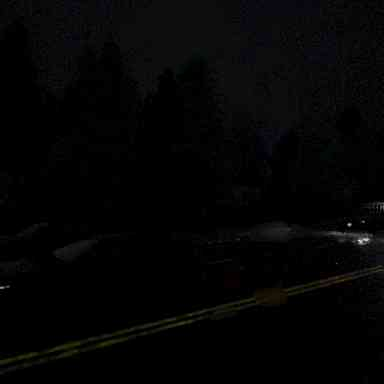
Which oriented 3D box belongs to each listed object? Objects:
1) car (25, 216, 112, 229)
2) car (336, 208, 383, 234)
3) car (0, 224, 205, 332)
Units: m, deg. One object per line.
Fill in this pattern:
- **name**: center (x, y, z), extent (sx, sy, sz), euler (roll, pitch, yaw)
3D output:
- **car**: center (-3.903, 1.494, 9.806), extent (5.008, 1.535, 1.882), euler (0, 0, -35)
- **car**: center (10.622, 1.696, 20.158), extent (4.181, 1.385, 1.994), euler (0, 0, -35)
- **car**: center (-1.842, 1.542, 6.959), extent (4.674, 1.442, 1.812), euler (0, 0, -36)
